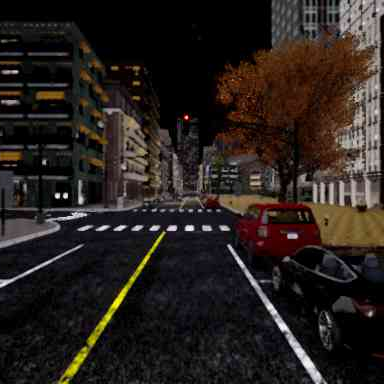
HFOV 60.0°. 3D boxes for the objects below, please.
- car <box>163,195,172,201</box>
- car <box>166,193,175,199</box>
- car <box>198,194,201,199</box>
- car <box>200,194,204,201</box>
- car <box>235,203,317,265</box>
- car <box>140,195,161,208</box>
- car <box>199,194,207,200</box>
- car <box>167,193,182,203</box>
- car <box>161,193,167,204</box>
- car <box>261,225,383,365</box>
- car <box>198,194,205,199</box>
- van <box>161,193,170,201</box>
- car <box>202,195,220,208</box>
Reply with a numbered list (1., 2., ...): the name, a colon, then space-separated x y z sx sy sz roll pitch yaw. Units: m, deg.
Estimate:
1. car: -5.681 1.274 76.903 1.802 1.307 4.206 0 0 0
2. car: -5.681 1.097 87.969 1.967 1.590 4.097 0 0 0
3. car: 2.698 1.292 71.370 1.802 1.307 4.206 0 0 0
4. car: 2.696 1.292 54.942 1.752 1.417 4.829 0 0 0
5. car: 2.694 1.262 11.318 2.192 1.841 5.009 0 0 0
6. car: -5.684 1.359 43.708 2.008 1.369 4.403 0 0 0
7. car: 2.699 1.199 82.605 1.752 1.417 4.829 0 0 0
8. car: -2.994 1.092 61.879 2.097 1.767 4.553 0 0 0
9. car: -5.684 1.318 54.774 2.008 1.369 4.403 0 0 0
10. car: 2.693 1.539 5.796 1.947 1.339 4.313 0 0 0
11. car: 2.700 1.185 93.501 1.887 1.381 4.507 0 0 0
12. van: -5.682 1.051 71.371 1.690 1.788 3.998 0 0 0
13. car: 2.696 1.353 43.707 1.887 1.381 4.507 0 0 0
